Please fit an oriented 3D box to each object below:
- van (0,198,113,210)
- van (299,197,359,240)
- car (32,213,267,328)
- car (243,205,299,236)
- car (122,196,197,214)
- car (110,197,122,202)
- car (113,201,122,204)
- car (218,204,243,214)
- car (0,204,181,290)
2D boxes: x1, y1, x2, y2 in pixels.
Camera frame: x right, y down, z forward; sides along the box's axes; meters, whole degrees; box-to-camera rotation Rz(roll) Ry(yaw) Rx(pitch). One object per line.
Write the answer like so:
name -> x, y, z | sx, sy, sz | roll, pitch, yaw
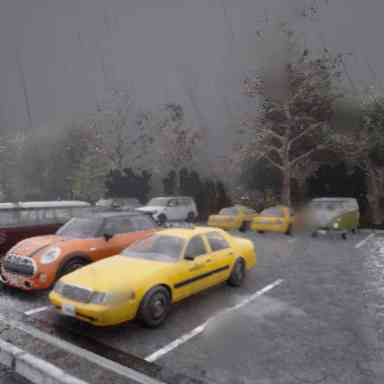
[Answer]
van -> -5.071, 1.315, 11.031 | 1.878, 1.987, 4.442 | -1, 0, 35
van -> 7.257, 1.263, 17.070 | 1.878, 1.987, 4.442 | 0, 0, 35
car -> -0.374, 1.488, 7.356 | 1.946, 1.575, 5.366 | 0, 0, 35
car -> 5.148, 1.503, 18.925 | 1.946, 1.575, 5.366 | 0, 0, 35
car -> -1.828, 1.348, 23.575 | 2.435, 2.045, 5.566 | -1, -1, 35
car -> -6.308, 1.449, 26.699 | 2.435, 2.045, 5.566 | -1, -1, 35
car -> -4.102, 1.650, 25.188 | 2.231, 1.521, 4.892 | -1, -1, 35
car -> 2.972, 1.526, 20.457 | 1.946, 1.575, 5.366 | -1, 0, 35
car -> -2.636, 1.384, 9.213 | 2.185, 1.767, 4.553 | 0, 0, 35
